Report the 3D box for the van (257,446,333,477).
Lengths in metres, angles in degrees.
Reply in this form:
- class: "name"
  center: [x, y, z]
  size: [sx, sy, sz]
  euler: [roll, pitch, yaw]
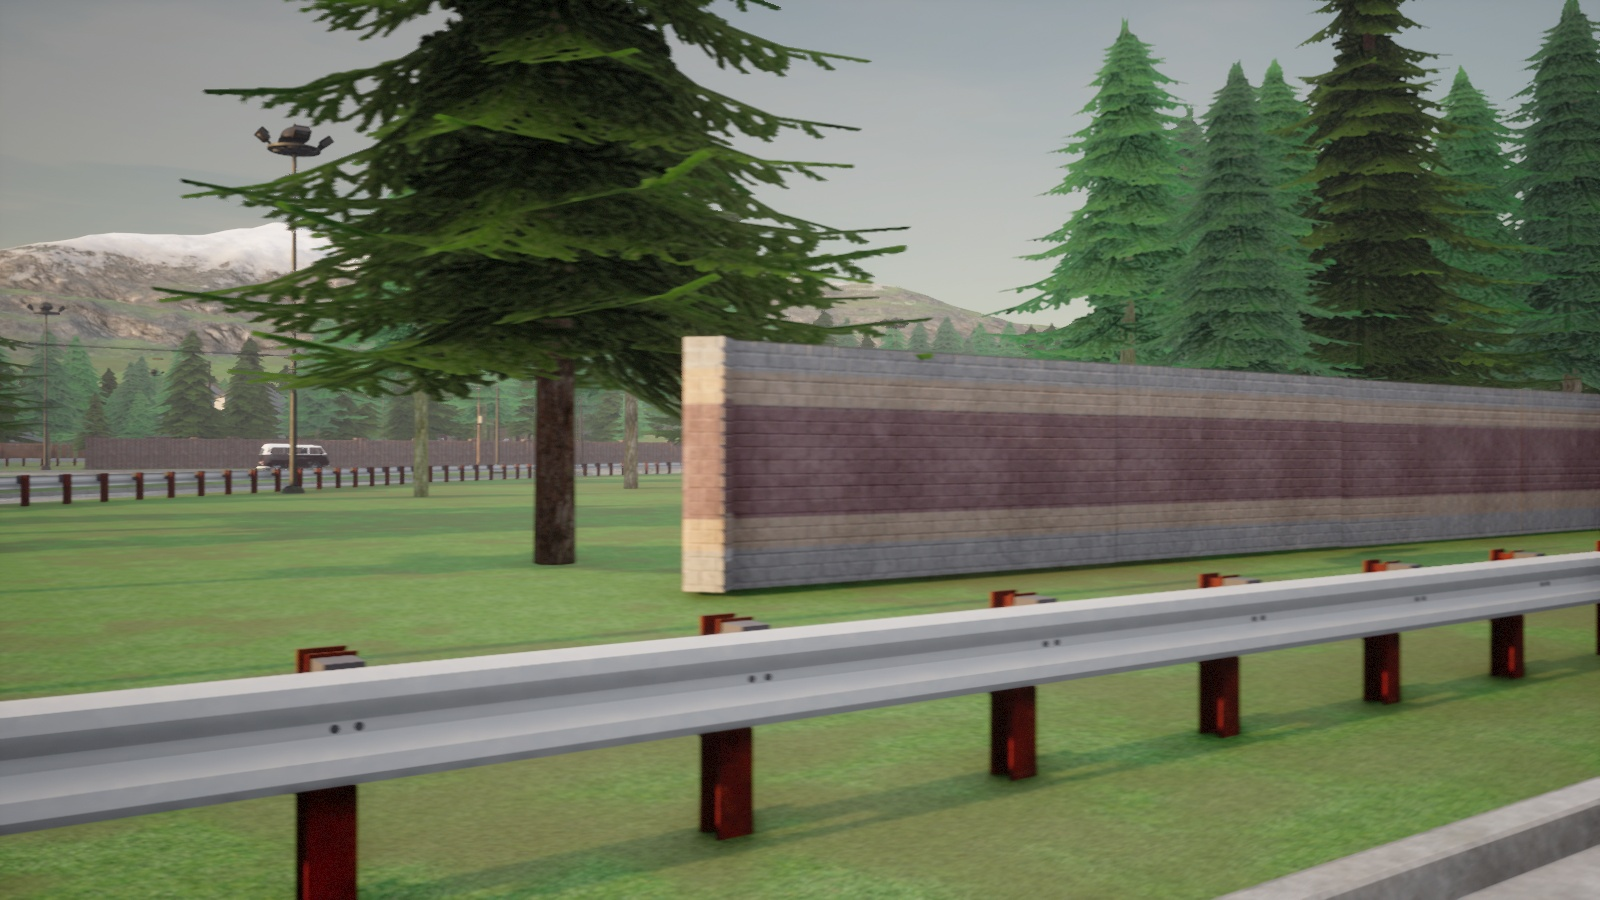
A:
- class: "van"
  center: [-34.416, 0.751, 85.638]
  size: [4.480, 2.038, 2.069]
  euler: [0, 0, -35]
